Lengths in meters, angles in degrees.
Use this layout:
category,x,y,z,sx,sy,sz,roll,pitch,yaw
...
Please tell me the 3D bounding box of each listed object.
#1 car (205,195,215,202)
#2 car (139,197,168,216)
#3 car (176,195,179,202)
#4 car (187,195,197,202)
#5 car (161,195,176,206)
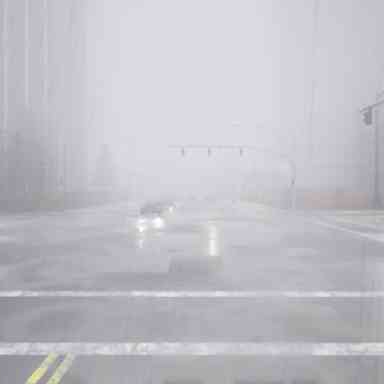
category,x,y,z,sx,sy,sz,roll,pitch,yaw
car,3.462,1.217,65.612,1.895,1.301,4.718,0,0,0
car,-3.613,1.421,30.578,1.895,1.301,4.718,0,0,0
car,-3.539,1.188,65.660,1.994,1.385,4.181,0,0,0
car,-0.038,1.181,65.580,1.994,1.385,4.181,0,0,0
car,-3.610,1.233,46.715,1.837,1.490,4.892,0,0,0
